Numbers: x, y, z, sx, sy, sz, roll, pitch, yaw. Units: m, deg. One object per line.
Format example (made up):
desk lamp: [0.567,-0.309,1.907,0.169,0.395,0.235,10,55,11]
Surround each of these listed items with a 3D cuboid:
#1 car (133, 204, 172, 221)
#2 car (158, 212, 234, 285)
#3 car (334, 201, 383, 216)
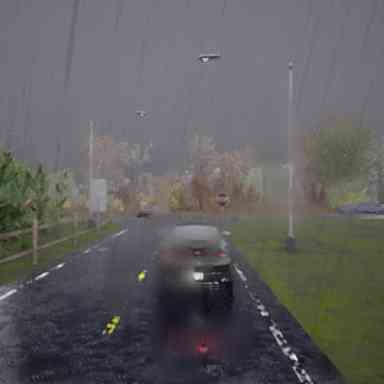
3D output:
car: [-3.627,1.781,30.116,1.994,1.385,4.181,0,-1,-41]
car: [0.092,1.571,9.633,1.837,1.490,4.892,0,0,0]
car: [17.159,1.605,33.327,5.357,1.411,2.033,0,0,1]
